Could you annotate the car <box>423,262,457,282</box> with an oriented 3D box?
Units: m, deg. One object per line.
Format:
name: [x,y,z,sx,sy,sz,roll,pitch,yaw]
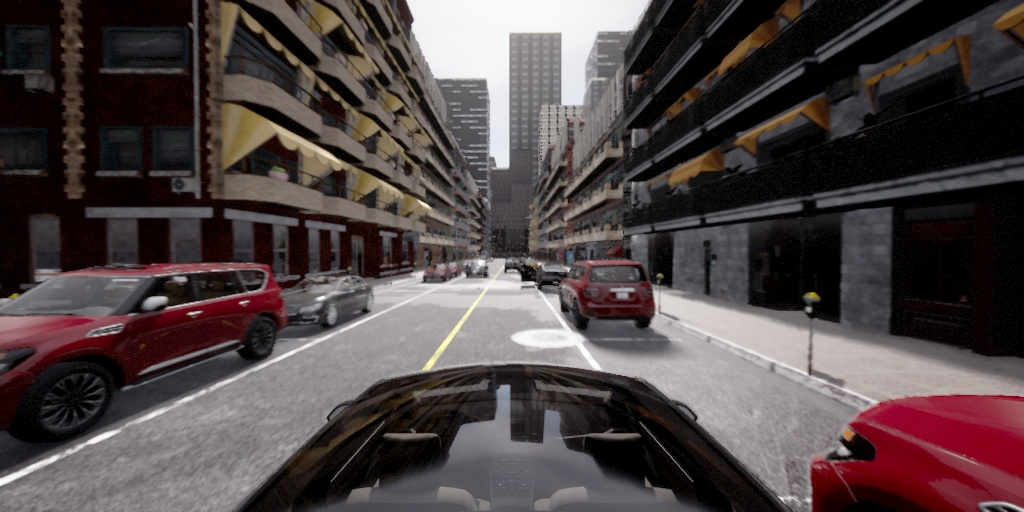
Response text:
car: [-5.691,1.251,27.911,1.802,1.307,4.207,0,0,0]

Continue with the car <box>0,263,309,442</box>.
car: [-5.681,1.053,5.503,2.192,1.841,5.009,0,0,0]

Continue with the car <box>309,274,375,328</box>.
car: [-5.698,1.272,11.105,2.007,1.370,4.403,0,0,0]

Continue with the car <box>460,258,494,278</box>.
car: [-3.084,1.147,32.593,2.128,1.511,4.902,0,0,0]

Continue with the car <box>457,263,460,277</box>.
car: [-5.691,1.233,33.513,1.802,1.307,4.207,0,0,0]

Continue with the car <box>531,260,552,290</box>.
car: [2.355,1.191,21.910,1.837,1.490,4.892,0,0,0]

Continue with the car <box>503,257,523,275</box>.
car: [0.024,1.129,42.321,1.837,1.490,4.892,0,0,1]

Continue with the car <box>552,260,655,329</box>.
car: [2.690,1.035,11.076,2.192,1.841,5.009,0,0,0]

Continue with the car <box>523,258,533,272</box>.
car: [2.690,1.124,50.460,1.751,1.417,4.829,0,0,0]

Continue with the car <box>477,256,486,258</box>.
car: [-5.690,1.133,55.921,2.007,1.370,4.403,0,0,0]
